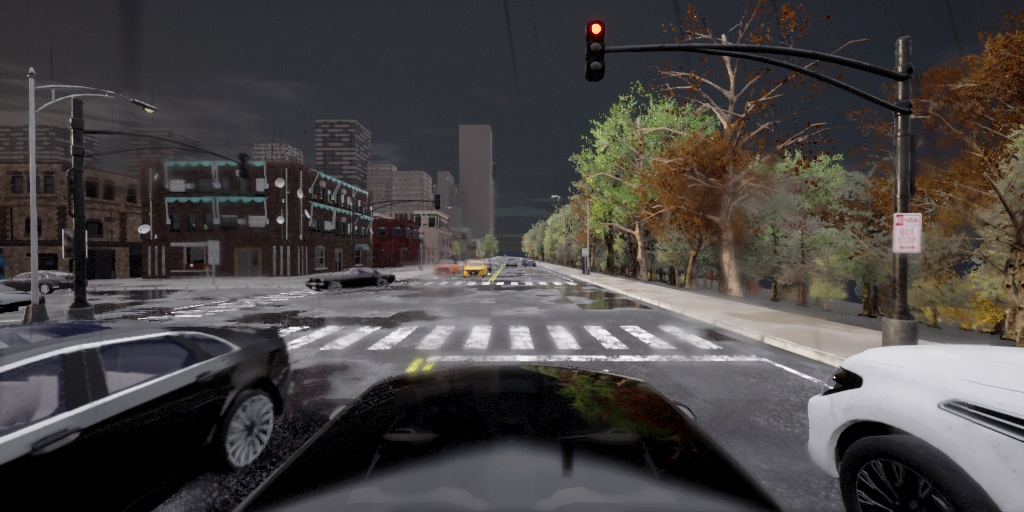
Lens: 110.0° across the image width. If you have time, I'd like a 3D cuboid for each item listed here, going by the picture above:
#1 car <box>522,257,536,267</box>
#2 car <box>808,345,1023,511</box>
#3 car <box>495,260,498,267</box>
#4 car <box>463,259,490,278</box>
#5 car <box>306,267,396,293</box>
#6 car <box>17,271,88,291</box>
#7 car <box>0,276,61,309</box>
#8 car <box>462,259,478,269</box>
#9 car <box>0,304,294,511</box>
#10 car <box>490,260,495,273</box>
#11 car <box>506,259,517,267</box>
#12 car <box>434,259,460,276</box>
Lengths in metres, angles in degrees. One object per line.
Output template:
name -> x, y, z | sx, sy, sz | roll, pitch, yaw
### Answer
car -> 3.219, 1.252, 64.046 | 1.812, 1.442, 4.674 | 0, 0, 0
car -> 3.356, 0.972, 0.343 | 2.150, 2.045, 5.566 | 0, 0, 0
car -> -3.426, 1.328, 62.868 | 1.895, 1.301, 4.718 | 0, 0, 0
car -> -3.418, 1.217, 34.092 | 1.882, 1.535, 5.008 | 0, 0, 0
car -> -9.299, 1.362, 20.988 | 1.895, 1.301, 4.718 | -1, 0, 35
car -> -28.321, 1.559, 21.594 | 4.403, 1.370, 2.007 | 0, 0, 0
car -> -19.970, 1.565, 13.099 | 4.313, 1.339, 1.948 | 0, 0, 0
car -> -6.696, 1.207, 57.563 | 1.882, 1.535, 5.008 | 0, 0, 0
car -> -3.350, 1.242, 1.990 | 2.128, 1.511, 4.902 | 0, 0, 0
car -> -3.440, 1.261, 44.119 | 1.812, 1.442, 4.674 | 0, 0, 0
car -> -0.039, 1.291, 64.077 | 1.994, 1.385, 4.181 | 0, 0, 0
car -> -6.673, 1.091, 37.092 | 2.097, 1.767, 4.553 | 0, 0, 0
